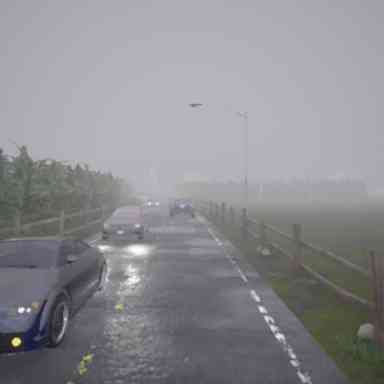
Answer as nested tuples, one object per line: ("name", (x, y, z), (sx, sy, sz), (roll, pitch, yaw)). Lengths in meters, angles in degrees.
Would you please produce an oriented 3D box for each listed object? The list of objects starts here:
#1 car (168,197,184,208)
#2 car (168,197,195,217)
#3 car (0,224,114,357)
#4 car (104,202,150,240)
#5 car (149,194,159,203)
("car", (-2.280, 1.404, 45.699), (1.895, 1.301, 4.718), (0, 0, -6))
("car", (-0.923, 1.229, 29.624), (2.097, 1.767, 4.553), (0, 0, -3))
("car", (-2.927, 1.537, 6.081), (1.994, 1.385, 4.181), (0, 0, -1))
("car", (-3.166, 1.455, 16.652), (1.812, 1.442, 4.674), (0, 0, -2))
("car", (-7.232, 1.233, 62.677), (1.837, 1.490, 4.892), (0, 0, -8))
